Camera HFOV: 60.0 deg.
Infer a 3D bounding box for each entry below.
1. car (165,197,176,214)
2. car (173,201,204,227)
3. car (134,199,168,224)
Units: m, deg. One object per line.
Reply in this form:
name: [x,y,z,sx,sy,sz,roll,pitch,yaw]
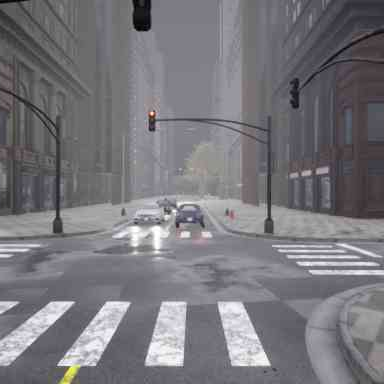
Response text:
car: [-3.059,1.550,34.959,2.033,1.411,5.357,0,0,0]
car: [-0.115,1.524,22.880,1.812,1.442,4.674,0,0,0]
car: [-3.070,1.525,24.549,1.812,1.442,4.674,0,0,0]
